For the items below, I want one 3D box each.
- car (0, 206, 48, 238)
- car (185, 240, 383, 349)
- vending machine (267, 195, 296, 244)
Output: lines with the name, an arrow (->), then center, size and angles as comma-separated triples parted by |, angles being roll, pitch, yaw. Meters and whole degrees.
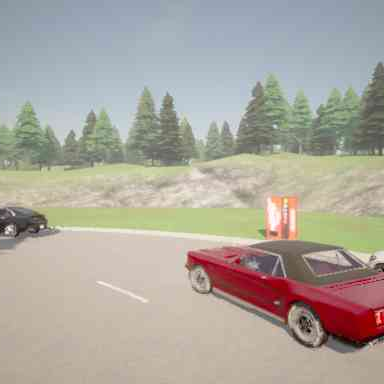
car -> -10.010, 1.503, 17.284 | 4.892, 1.490, 1.837 | 0, -1, 9
car -> 1.712, 1.600, 6.434 | 1.895, 1.301, 4.718 | 0, 0, -30
vending machine -> 4.060, 1.194, 15.087 | 0.880, 2.100, 1.100 | 0, 0, 43
